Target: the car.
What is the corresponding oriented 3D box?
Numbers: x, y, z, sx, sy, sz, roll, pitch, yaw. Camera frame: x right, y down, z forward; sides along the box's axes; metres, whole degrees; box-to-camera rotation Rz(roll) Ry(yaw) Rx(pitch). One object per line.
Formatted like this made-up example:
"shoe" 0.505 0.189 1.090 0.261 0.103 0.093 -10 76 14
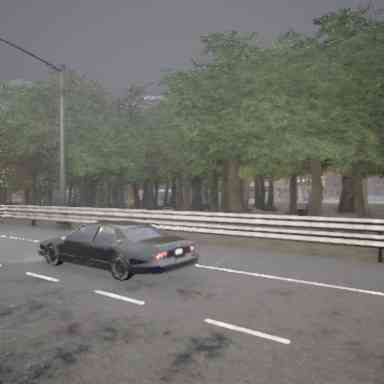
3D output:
"car" -2.380 1.561 9.868 5.357 1.411 2.033 0 0 36
